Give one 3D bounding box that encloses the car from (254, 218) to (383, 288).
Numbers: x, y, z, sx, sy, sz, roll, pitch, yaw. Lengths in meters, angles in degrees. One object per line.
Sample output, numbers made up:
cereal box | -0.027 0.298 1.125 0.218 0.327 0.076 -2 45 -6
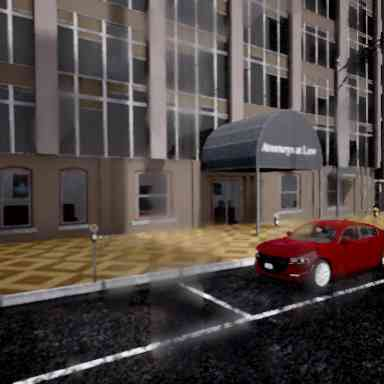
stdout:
car | 3.647 1.426 8.800 4.507 1.381 1.887 0 0 -33
